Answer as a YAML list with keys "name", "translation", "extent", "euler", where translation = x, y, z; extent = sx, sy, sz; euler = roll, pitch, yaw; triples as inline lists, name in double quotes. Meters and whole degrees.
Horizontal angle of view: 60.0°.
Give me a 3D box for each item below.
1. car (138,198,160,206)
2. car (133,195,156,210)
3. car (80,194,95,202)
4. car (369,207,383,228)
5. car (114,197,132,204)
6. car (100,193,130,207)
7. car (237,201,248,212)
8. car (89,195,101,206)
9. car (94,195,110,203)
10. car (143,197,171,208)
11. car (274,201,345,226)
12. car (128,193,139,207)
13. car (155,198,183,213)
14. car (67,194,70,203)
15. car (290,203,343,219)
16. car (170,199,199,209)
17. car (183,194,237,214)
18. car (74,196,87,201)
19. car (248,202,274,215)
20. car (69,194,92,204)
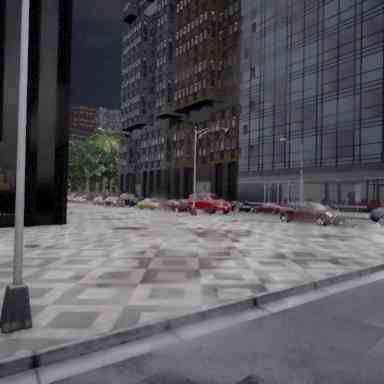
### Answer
- name: "car"
  translation: [-7.545, 1.718, 57.988]
  extent: [2.008, 1.369, 4.403]
  euler: [2, -1, -36]
- name: "car"
  translation: [-4.796, 1.463, 39.509]
  extent: [1.752, 1.417, 4.829]
  euler: [2, -1, -36]
- name: "car"
  translation: [-26.703, 1.480, 84.760]
  extent: [2.192, 1.841, 5.009]
  euler: [2, -1, -36]
- name: "car"
  translation: [13.492, 1.509, 20.140]
  extent: [4.902, 1.511, 2.128]
  euler: [0, -1, 42]
- name: "car"
  translation: [-13.933, 1.733, 66.911]
  extent: [1.947, 1.339, 4.313]
  euler: [2, -1, -36]
- name: "car"
  translation: [-11.283, 1.384, 48.573]
  extent: [1.967, 1.590, 4.097]
  euler: [2, -1, -36]
- name: "car"
  translation: [5.231, 1.723, 40.141]
  extent: [1.947, 1.339, 4.313]
  euler: [2, -1, -36]
- name: "car"
  translation: [-14.480, 1.526, 53.033]
  extent: [1.802, 1.307, 4.206]
  euler: [2, -1, -36]
- name: "car"
  translation: [-20.492, 1.509, 75.437]
  extent: [2.097, 1.767, 4.553]
  euler: [2, -1, -36]
- name: "car"
  translation: [-5.324, 1.586, 50.216]
  extent: [2.128, 1.511, 4.902]
  euler: [2, -1, -35]
- name: "car"
  translation: [7.866, 1.365, 21.826]
  extent: [1.967, 1.590, 4.097]
  euler: [2, -1, -37]
- name: "car"
  translation: [-9.001, 1.238, 50.089]
  extent: [2.150, 2.045, 5.566]
  euler: [2, -1, -35]
- name: "car"
  translation: [-1.701, 1.479, 35.185]
  extent: [1.887, 1.381, 4.507]
  euler: [2, -1, -36]
- name: "car"
  translation: [-24.060, 1.384, 66.422]
  extent: [1.967, 1.590, 4.097]
  euler: [2, -1, -36]
- name: "car"
  translation: [11.618, 1.717, 31.219]
  extent: [1.947, 1.339, 4.313]
  euler: [2, -1, -36]
- name: "car"
  translation: [-1.157, 1.715, 49.064]
  extent: [2.008, 1.369, 4.403]
  euler: [2, -1, -36]
- name: "car"
  translation: [1.751, 1.226, 34.951]
  extent: [2.150, 2.045, 5.566]
  euler: [2, -1, -36]
- name: "car"
  translation: [-30.000, 1.690, 89.356]
  extent: [1.752, 1.417, 4.829]
  euler: [2, -1, -36]
- name: "car"
  translation: [8.424, 1.736, 35.680]
  extent: [1.802, 1.307, 4.206]
  euler: [2, -1, -36]
- name: "car"
  translation: [-20.769, 1.469, 61.820]
  extent: [1.752, 1.417, 4.829]
  euler: [2, -1, -36]
